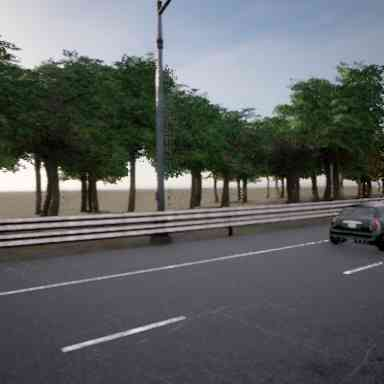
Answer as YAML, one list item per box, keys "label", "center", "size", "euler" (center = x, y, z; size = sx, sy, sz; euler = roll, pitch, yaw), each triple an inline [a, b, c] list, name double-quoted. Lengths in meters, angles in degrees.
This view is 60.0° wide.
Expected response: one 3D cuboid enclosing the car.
- label: "car"
  center: [7.628, 1.212, 13.485]
  size: [4.553, 1.767, 2.097]
  euler: [-1, 1, -36]
